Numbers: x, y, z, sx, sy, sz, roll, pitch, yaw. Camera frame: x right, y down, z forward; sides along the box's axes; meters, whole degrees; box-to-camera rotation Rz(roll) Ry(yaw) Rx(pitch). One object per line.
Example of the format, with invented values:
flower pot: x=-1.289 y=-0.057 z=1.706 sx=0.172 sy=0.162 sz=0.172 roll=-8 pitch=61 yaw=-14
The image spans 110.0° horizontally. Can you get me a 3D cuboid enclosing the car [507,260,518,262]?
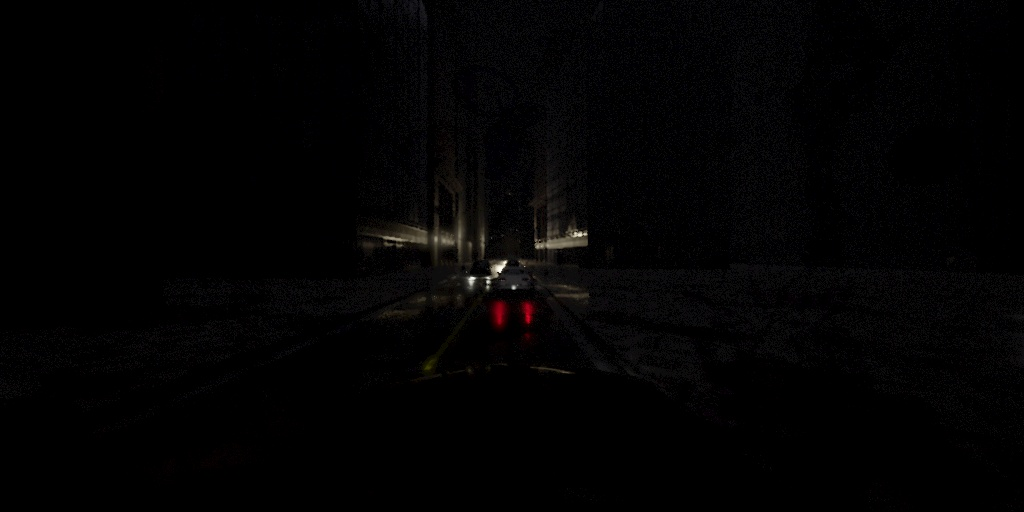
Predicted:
car: x=0.114 y=1.210 z=42.306 sx=1.812 sy=1.442 sz=4.674 roll=0 pitch=0 yaw=0

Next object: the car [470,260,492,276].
car: x=-3.076 y=1.177 z=36.227 sx=1.882 sy=1.535 sz=5.008 roll=0 pitch=0 yaw=0

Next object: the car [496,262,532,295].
car: x=0.091 y=1.259 z=19.454 sx=1.812 sy=1.442 sz=4.674 roll=0 pitch=0 yaw=0
